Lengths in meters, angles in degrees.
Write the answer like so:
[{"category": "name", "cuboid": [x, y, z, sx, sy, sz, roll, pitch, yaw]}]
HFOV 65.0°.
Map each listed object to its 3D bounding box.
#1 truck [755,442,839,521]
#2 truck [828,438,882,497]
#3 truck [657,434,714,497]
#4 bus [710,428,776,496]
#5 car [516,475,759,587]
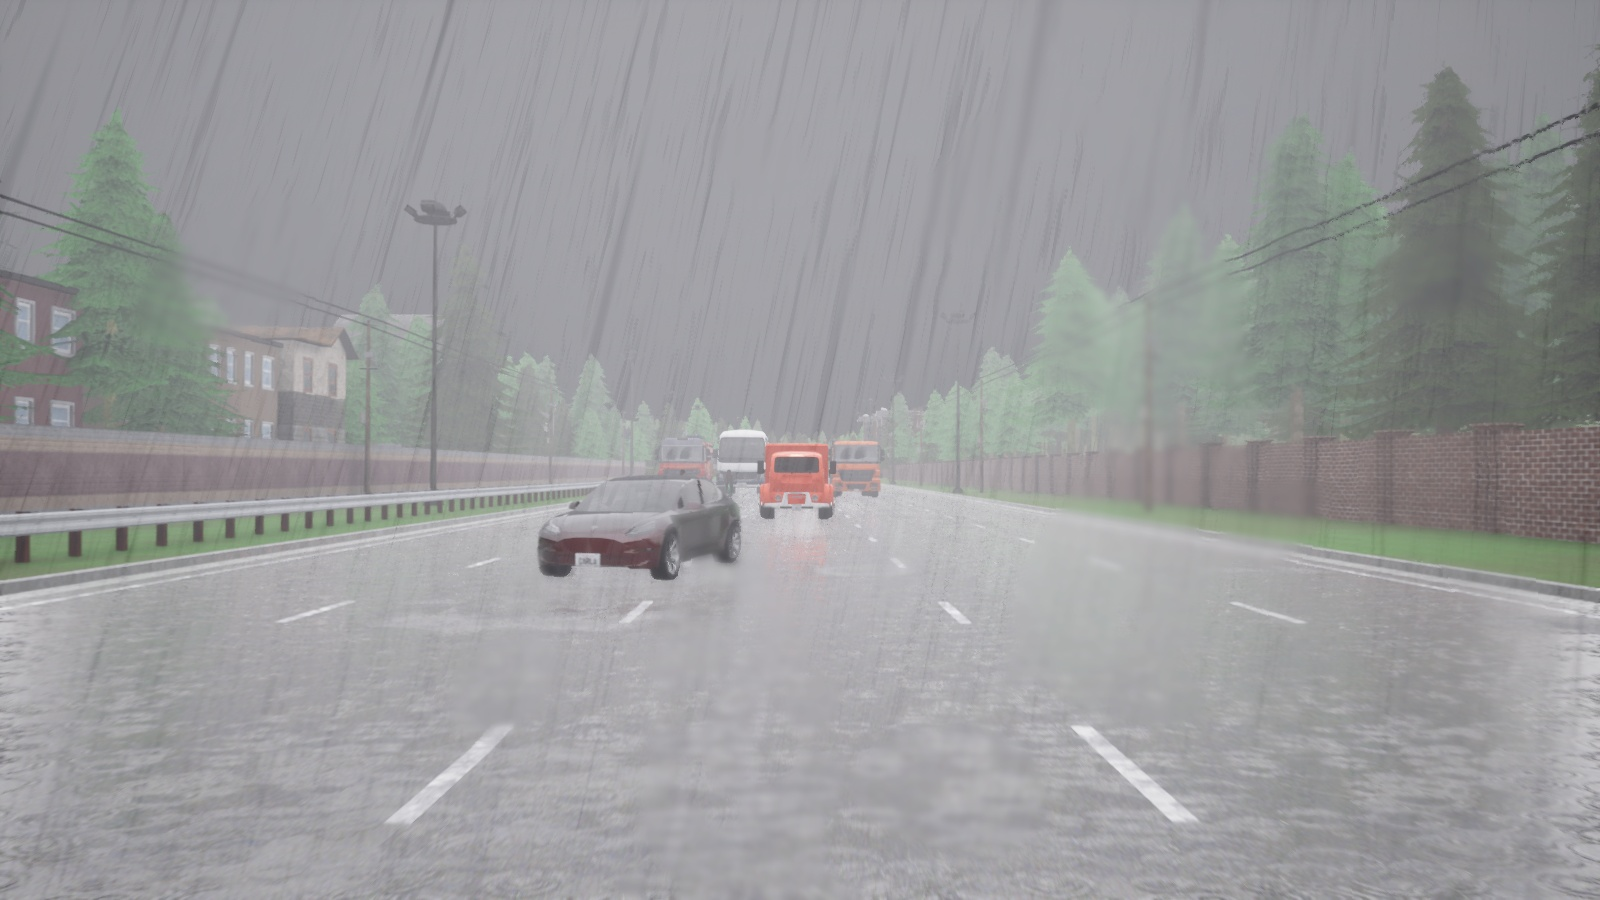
[{"category": "truck", "cuboid": [-0.103, 1.026, 41.923, 2.627, 2.467, 5.204, 0, -1, 0]}, {"category": "truck", "cuboid": [3.309, 1.108, 77.488, 2.891, 3.462, 7.936, 0, -1, 0]}, {"category": "truck", "cuboid": [-7.199, 1.013, 80.243, 2.891, 3.827, 8.468, 0, -1, 0]}, {"category": "bus", "cuboid": [-3.710, 0.857, 84.454, 3.944, 4.253, 10.273, 0, -1, 0]}, {"category": "car", "cuboid": [-2.335, 1.149, 19.595, 2.163, 1.488, 4.792, 0, -1, 14]}]
